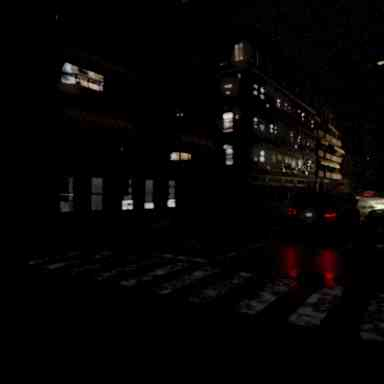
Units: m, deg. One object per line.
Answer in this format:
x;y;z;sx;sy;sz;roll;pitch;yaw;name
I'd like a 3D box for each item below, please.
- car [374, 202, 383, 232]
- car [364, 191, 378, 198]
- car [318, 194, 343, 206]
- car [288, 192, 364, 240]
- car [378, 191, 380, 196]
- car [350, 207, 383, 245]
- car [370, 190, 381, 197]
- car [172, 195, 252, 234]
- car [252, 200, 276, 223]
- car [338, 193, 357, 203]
11.086;1.294;17.891;1.802;1.307;4.206;1;1;35;car
36.282;0.456;68.319;1.887;1.381;4.507;1;1;35;car
17.065;0.955;40.972;1.947;1.339;4.313;1;1;35;car
6.461;0.993;16.010;2.150;2.045;5.566;0;1;36;car
39.484;0.414;72.876;1.802;1.307;4.206;1;1;35;car
7.883;1.358;13.333;1.947;1.339;4.313;1;1;35;car
42.687;0.335;77.434;1.802;1.307;4.206;1;1;35;car
1.051;1.104;18.179;2.192;1.841;5.009;1;1;35;car
4.253;1.253;22.742;1.887;1.381;4.507;1;1;35;car
23.470;0.795;50.088;1.947;1.339;4.313;1;1;35;car
